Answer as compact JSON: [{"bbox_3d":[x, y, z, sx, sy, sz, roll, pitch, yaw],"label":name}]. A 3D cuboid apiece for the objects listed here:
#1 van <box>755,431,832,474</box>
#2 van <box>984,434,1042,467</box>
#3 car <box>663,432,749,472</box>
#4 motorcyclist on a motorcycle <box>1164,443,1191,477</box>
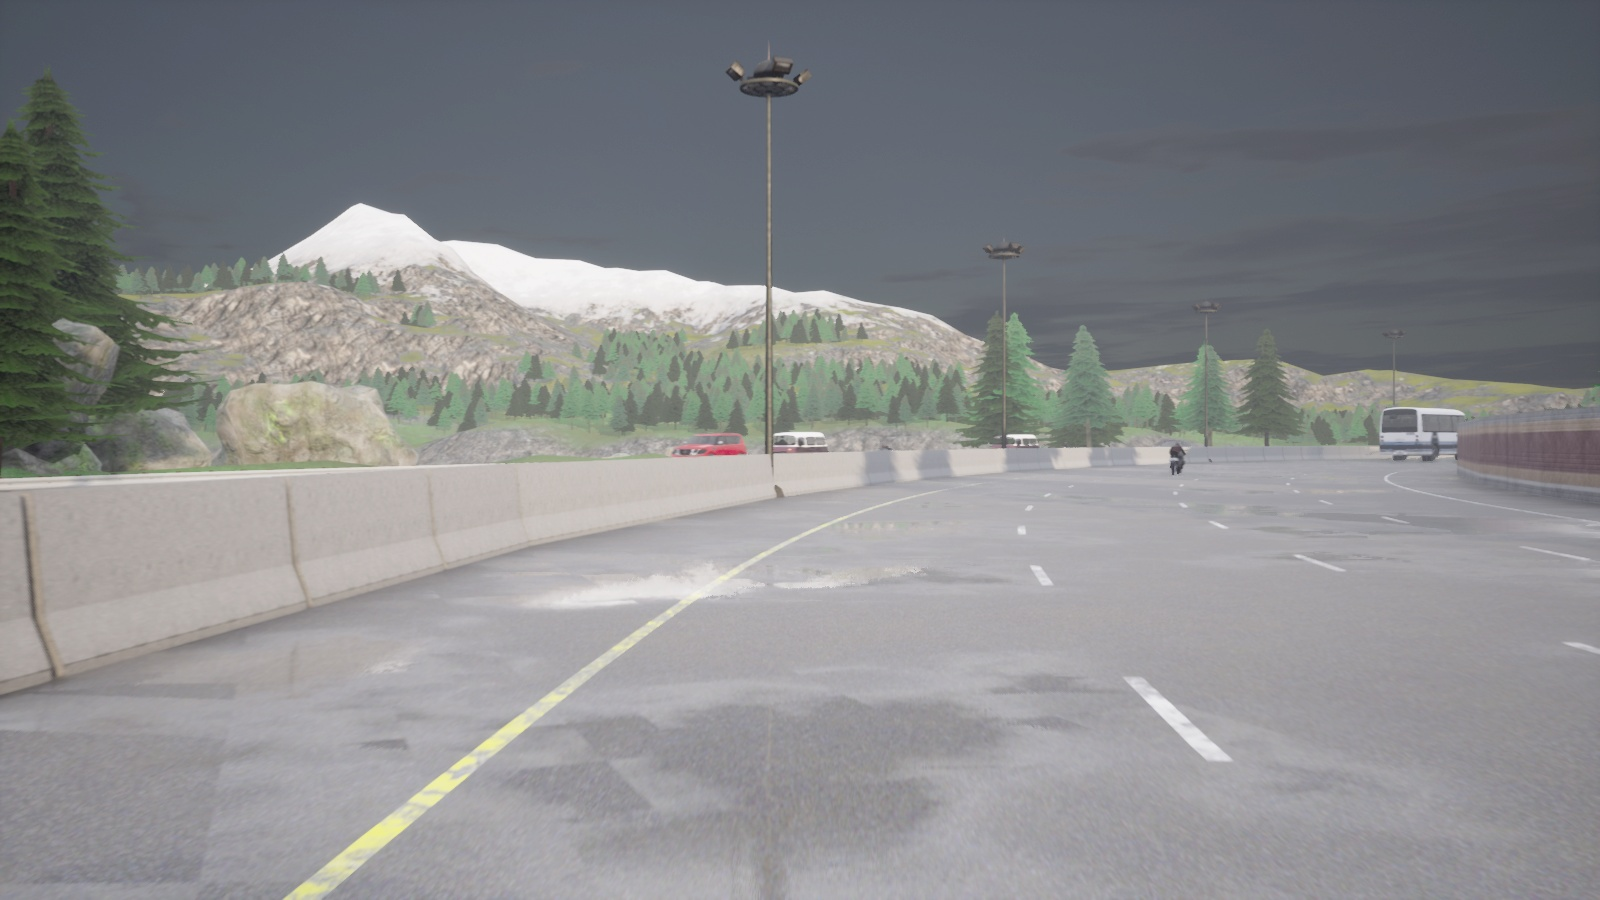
[{"bbox_3d":[-0.273,0.123,61.455,2.069,2.038,4.480,0,0,24],"label":"van"},{"bbox_3d":[13.537,0.033,79.622,2.069,2.038,4.480,0,0,33],"label":"van"},{"bbox_3d":[-4.996,0.078,67.936,2.150,2.045,5.566,0,0,26],"label":"car"},{"bbox_3d":[17.559,0.468,58.375,0.866,1.530,2.191,1,1,26],"label":"motorcyclist on a motorcycle"}]
